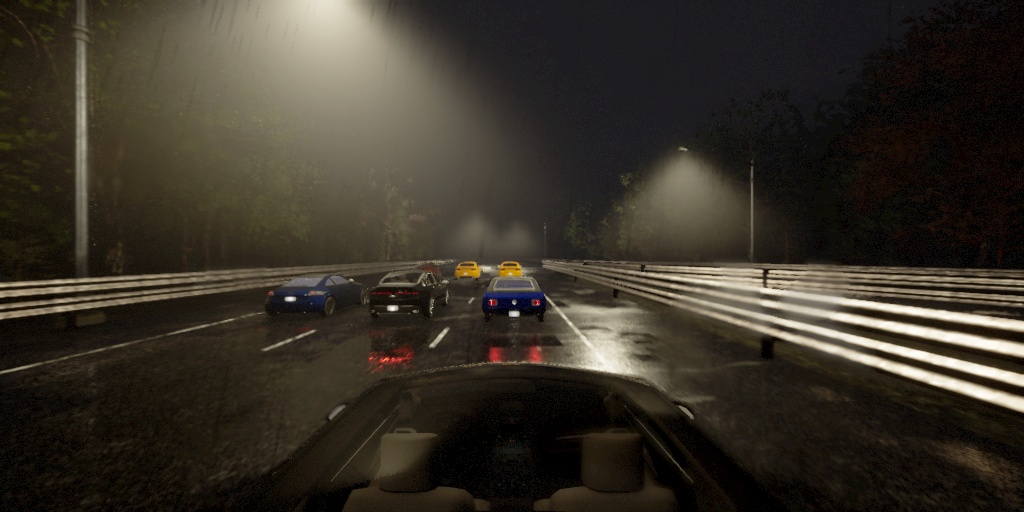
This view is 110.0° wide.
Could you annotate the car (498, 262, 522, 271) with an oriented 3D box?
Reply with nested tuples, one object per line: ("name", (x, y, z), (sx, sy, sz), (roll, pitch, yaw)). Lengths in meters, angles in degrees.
("car", (-0.188, 1.234, 30.579), (1.882, 1.535, 5.008), (0, 0, -1))

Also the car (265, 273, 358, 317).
("car", (-6.956, 1.317, 13.228), (1.994, 1.385, 4.181), (0, 0, 0))

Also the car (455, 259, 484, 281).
("car", (-3.692, 1.236, 30.720), (1.882, 1.535, 5.008), (0, 0, -1))

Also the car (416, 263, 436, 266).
("car", (-7.183, 1.286, 30.209), (1.812, 1.442, 4.674), (0, 0, -1))

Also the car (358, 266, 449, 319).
("car", (-3.451, 1.256, 12.727), (1.837, 1.490, 4.892), (0, 0, 0))

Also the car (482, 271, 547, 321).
("car", (0.055, 1.351, 12.385), (1.895, 1.301, 4.718), (0, 0, 0))
